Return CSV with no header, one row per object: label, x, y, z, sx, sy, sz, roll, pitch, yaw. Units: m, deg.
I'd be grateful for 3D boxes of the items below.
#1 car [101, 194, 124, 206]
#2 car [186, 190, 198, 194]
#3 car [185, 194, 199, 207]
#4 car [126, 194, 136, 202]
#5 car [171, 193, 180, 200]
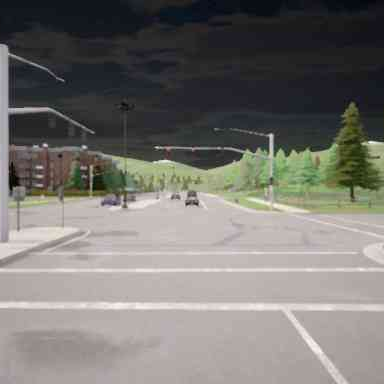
car,-11.552,1.031,47.669,2.097,1.767,4.553,0,0,1
car,0.003,0.585,70.990,2.150,2.045,5.566,0,0,0
car,0.002,1.294,45.558,1.895,1.301,4.718,0,0,0
car,-11.507,1.091,61.550,1.837,1.490,4.892,0,0,0
car,-3.497,0.885,70.960,2.128,1.511,4.902,0,0,0
